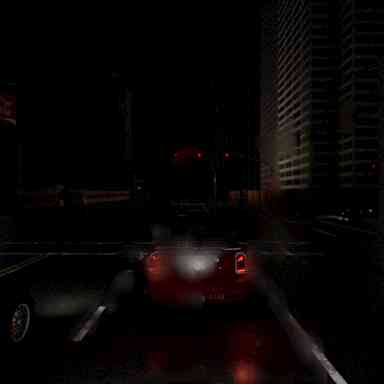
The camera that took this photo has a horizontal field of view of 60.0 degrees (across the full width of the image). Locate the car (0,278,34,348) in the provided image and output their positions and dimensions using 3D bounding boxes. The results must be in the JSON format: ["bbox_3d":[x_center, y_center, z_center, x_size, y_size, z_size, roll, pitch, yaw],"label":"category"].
[{"bbox_3d":[-3.393,1.526,3.315,1.812,1.442,4.674,0,0,0],"label":"car"}]

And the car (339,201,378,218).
[{"bbox_3d":[16.317,1.547,30.126,5.357,1.411,2.033,0,0,0],"label":"car"}]

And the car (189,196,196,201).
[{"bbox_3d":[0.128,1.595,83.437,1.895,1.301,4.718,0,0,0],"label":"car"}]

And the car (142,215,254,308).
[{"bbox_3d":[0.112,1.352,8.087,2.097,1.767,4.553,0,0,0],"label":"car"}]
